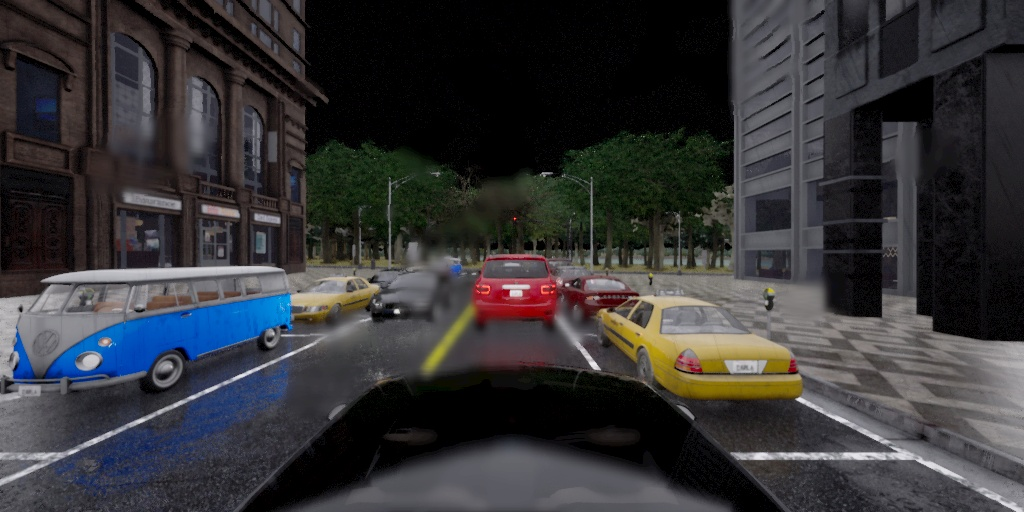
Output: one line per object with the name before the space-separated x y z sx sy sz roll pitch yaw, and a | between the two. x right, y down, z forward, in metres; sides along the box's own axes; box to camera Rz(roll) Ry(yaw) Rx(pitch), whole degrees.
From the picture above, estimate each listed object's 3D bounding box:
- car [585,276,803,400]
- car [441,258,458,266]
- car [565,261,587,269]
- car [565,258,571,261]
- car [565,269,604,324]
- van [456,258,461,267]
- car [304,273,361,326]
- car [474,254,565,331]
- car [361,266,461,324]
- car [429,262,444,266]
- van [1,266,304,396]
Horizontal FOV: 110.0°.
car | 2.763 1.274 6.552 1.751 1.417 4.829 0 0 0
car | -5.761 1.186 28.133 1.967 1.591 4.097 0 0 0
car | 2.764 1.187 17.257 1.967 1.591 4.097 0 0 0
car | 2.764 1.061 22.695 2.192 1.841 5.009 0 0 0
car | 2.763 1.293 11.820 1.888 1.381 4.507 0 0 0
van | -5.760 1.087 33.571 1.690 1.789 3.998 0 0 0
car | -5.762 1.273 11.651 1.751 1.417 4.829 0 0 0
car | 0.104 0.969 11.078 2.150 2.045 5.566 0 0 0
car | -3.096 1.252 12.118 1.837 1.490 4.892 0 0 0
car | -5.761 1.272 22.526 1.751 1.417 4.829 0 0 0
van | -5.763 1.089 6.383 1.690 1.789 3.998 0 0 0
